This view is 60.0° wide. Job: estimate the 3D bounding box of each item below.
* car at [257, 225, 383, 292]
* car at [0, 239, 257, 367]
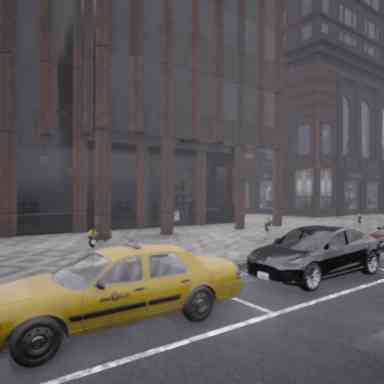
[{"bbox_3d":[3.457,1.615,9.119,4.313,1.339,1.947,0,0,-36],"label":"car"},{"bbox_3d":[-1.269,1.539,5.746,4.829,1.417,1.752,0,0,-36],"label":"car"}]
